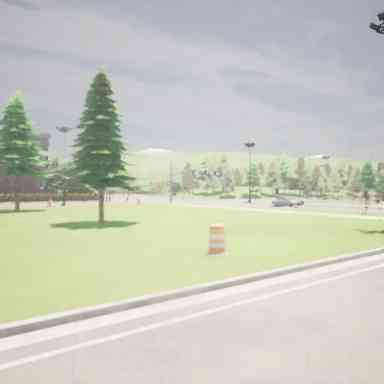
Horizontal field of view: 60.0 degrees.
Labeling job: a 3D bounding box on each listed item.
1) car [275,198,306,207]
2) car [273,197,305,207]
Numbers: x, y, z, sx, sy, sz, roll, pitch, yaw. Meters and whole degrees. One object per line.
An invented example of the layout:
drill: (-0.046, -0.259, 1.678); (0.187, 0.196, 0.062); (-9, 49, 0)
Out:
car: (15.786, 1.576, 53.517); (1.895, 1.301, 4.718); (0, 0, -34)
car: (14.169, 1.503, 49.701); (1.812, 1.442, 4.674); (0, 0, -35)
